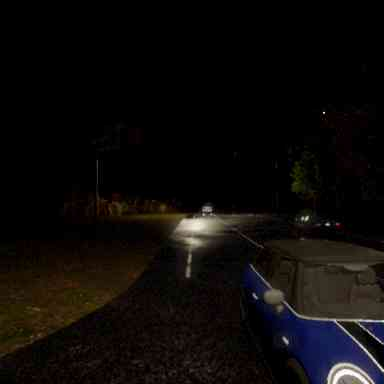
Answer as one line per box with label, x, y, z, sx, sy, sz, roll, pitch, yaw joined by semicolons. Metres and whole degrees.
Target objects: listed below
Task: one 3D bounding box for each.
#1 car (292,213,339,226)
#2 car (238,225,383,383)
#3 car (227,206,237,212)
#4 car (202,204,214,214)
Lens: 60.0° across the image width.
car;8.773;2.245;23.868;2.033;1.411;5.357;-1;-2;1
car;1.914;1.517;4.242;2.097;1.767;4.553;-1;-2;-1
car;9.371;3.945;77.648;1.837;1.490;4.892;-1;-2;1
car;3.386;3.501;70.350;2.150;2.045;5.566;-1;-2;8
